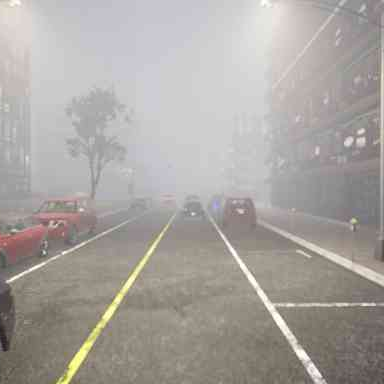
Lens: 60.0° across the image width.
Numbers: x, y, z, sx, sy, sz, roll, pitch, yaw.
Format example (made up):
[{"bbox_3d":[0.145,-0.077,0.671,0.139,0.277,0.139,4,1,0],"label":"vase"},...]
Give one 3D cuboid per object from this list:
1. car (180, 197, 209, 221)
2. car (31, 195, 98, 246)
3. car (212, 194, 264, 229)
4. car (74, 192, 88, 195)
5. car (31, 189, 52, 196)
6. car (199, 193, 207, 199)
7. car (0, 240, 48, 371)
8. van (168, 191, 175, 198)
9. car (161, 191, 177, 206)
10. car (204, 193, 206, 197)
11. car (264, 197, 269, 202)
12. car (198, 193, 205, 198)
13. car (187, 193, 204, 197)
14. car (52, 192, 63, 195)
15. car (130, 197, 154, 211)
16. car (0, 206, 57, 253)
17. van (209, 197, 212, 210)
[{"bbox_3d":[0.077,1.341,25.449,1.812,1.442,4.674,0,0,0],"label":"car"},{"bbox_3d":[-5.704,1.206,14.922,2.192,1.841,5.009,0,0,0],"label":"car"},{"bbox_3d":[2.672,1.166,20.480,2.192,1.841,5.009,0,0,0],"label":"car"},{"bbox_3d":[-22.083,0.667,65.465,4.829,1.417,1.752,1,0,-1],"label":"car"},{"bbox_3d":[-27.414,0.440,56.934,5.009,1.841,2.192,1,-1,-1],"label":"car"},{"bbox_3d":[2.624,0.993,82.024,1.947,1.339,4.313,0,0,0],"label":"car"},{"bbox_3d":[-3.100,1.475,2.175,2.128,1.511,4.902,0,0,0],"label":"car"},{"bbox_3d":[-5.765,0.703,91.982,1.690,1.788,3.998,0,0,0],"label":"van"},{"bbox_3d":[-3.035,0.969,44.162,1.882,1.535,5.008,0,0,0],"label":"car"},{"bbox_3d":[2.659,1.174,37.133,1.967,1.590,4.097,0,0,0],"label":"car"},{"bbox_3d":[15.976,1.293,65.844,4.097,1.590,1.967,1,0,-1],"label":"car"},{"bbox_3d":[2.616,0.906,91.990,1.887,1.381,4.507,0,0,0],"label":"car"},{"bbox_3d":[0.068,1.061,40.607,2.097,1.767,4.553,0,0,0],"label":"car"},{"bbox_3d":[-27.528,0.607,65.311,4.313,1.339,1.947,1,0,-1],"label":"car"},{"bbox_3d":[-5.721,1.300,37.127,1.947,1.339,4.313,0,0,0],"label":"car"},{"bbox_3d":[-5.700,1.371,9.372,1.967,1.590,4.097,0,0,0],"label":"car"},{"bbox_3d":[2.663,1.114,31.582,1.690,1.788,3.998,0,0,0],"label":"van"}]
